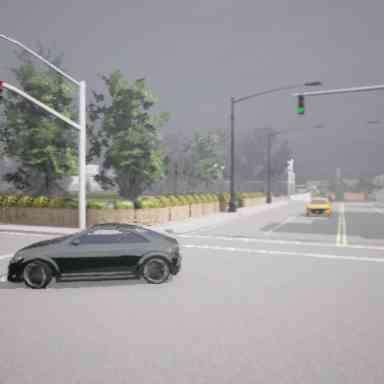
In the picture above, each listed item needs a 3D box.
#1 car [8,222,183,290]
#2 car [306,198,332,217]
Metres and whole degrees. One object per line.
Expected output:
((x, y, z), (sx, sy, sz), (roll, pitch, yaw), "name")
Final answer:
((-2.336, 1.511, 8.575), (4.181, 1.385, 1.994), (-1, 1, -6), "car")
((10.901, 1.255, 28.505), (1.882, 1.535, 5.008), (0, 1, 24), "car")
